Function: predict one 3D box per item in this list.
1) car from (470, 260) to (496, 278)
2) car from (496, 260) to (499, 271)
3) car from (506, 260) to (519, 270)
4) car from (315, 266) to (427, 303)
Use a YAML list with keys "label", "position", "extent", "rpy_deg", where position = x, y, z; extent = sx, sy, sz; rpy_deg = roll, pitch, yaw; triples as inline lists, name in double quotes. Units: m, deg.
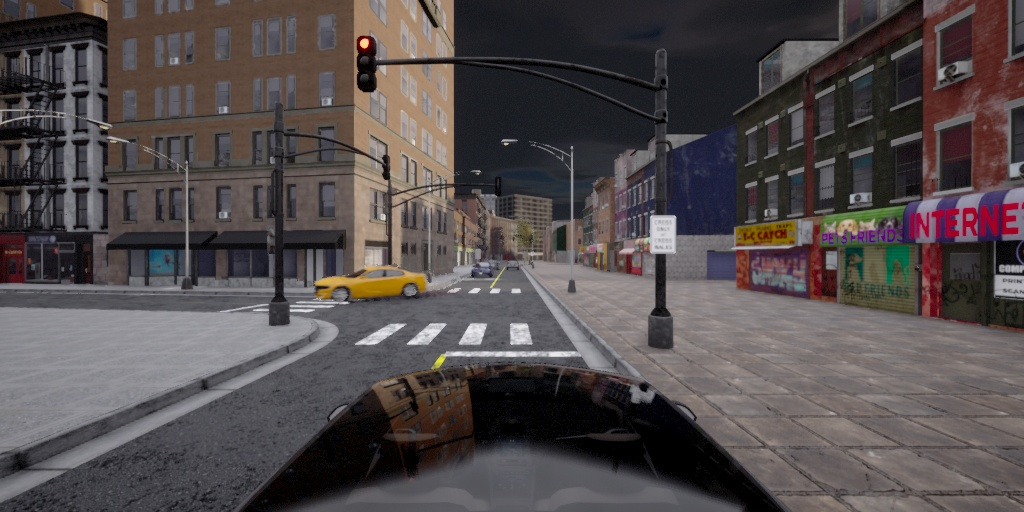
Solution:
- label: "car"
  position: [-2.780, 1.280, 34.097]
  extent: [1.812, 1.442, 4.674]
  rpy_deg: [0, 0, 0]
- label: "car"
  position: [-2.738, 1.251, 48.801]
  extent: [2.128, 1.511, 4.902]
  rpy_deg: [0, 0, 0]
- label: "car"
  position: [0.111, 1.310, 52.760]
  extent: [2.033, 1.411, 5.357]
  rpy_deg: [0, 0, 0]
- label: "car"
  position: [-6.570, 1.247, 17.108]
  extent: [5.008, 1.535, 1.882]
  rpy_deg: [0, 2, -36]
